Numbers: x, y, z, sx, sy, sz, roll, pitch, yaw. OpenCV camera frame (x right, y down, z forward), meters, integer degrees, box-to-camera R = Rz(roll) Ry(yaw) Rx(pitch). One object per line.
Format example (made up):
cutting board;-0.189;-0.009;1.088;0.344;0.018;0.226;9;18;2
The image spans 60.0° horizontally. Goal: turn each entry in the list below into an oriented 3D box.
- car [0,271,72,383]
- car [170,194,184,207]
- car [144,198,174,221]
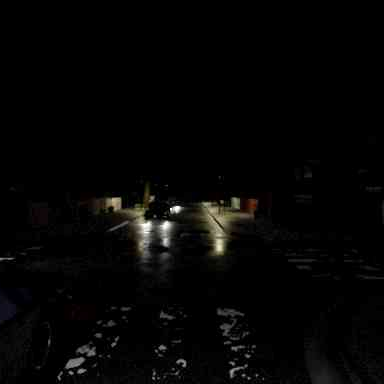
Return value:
car;-2.748;1.549;2.805;2.033;1.411;5.357;0;0;0
car;-2.793;1.505;52.277;2.128;1.511;4.902;0;0;0
car;-2.772;1.560;27.348;1.837;1.490;4.892;0;0;0
